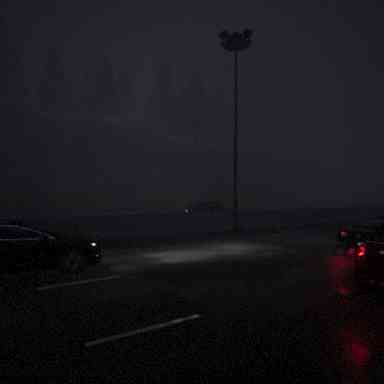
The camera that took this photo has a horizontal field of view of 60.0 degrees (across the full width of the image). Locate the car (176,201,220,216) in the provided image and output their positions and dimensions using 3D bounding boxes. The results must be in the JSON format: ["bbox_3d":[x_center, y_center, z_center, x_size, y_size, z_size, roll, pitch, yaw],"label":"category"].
[{"bbox_3d":[0.640,1.686,34.238,4.181,1.385,1.994,0,0,-34],"label":"car"}]

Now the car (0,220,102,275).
[{"bbox_3d":[-4.921,1.498,8.833,4.902,1.511,2.128,0,0,-35],"label":"car"}]

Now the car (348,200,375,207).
[{"bbox_3d":[23.050,1.836,45.265,4.181,1.385,1.994,1,0,-35],"label":"car"}]

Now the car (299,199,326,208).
[{"bbox_3d":[18.311,1.774,50.500,4.892,1.490,1.837,1,-1,-35],"label":"car"}]

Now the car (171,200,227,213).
[{"bbox_3d":[0.555,1.443,25.712,4.553,1.767,2.097,0,0,-34],"label":"car"}]

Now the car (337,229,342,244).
[{"bbox_3d":[8.134,1.688,13.693,4.718,1.301,1.895,0,0,-34],"label":"car"}]

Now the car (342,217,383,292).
[{"bbox_3d":[5.873,1.407,7.874,4.553,1.767,2.097,1,0,-35],"label":"car"}]
